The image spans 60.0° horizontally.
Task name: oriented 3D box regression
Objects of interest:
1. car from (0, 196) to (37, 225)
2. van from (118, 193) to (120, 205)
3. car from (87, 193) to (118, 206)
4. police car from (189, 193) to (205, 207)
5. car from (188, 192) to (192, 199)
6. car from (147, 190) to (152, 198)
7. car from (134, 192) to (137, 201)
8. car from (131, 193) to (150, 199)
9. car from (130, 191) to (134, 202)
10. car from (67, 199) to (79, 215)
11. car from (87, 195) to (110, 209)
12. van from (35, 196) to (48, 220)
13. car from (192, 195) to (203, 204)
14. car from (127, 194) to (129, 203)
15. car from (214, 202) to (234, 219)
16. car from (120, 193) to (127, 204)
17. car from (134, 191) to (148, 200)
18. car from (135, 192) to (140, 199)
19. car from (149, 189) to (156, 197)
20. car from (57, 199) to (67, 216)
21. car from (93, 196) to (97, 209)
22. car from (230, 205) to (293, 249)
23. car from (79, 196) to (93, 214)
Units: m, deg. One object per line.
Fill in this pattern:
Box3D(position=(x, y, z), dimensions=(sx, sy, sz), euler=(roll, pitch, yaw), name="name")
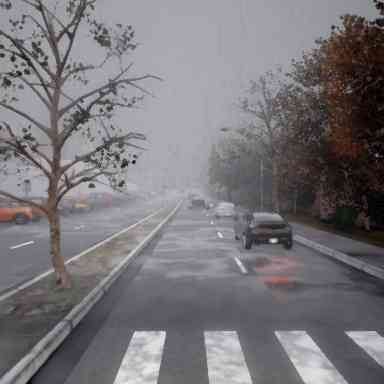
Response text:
Box3D(position=(-13.850, 1.431, 23.662), dimensions=(4.553, 1.767, 2.185), euler=(-1, 0, -20), name="car")
Box3D(position=(-13.756, 1.203, 50.559), dimensions=(4.442, 1.987, 1.878), euler=(-1, 0, -20), name="van")
Box3D(position=(-13.892, 1.211, 47.516), dimensions=(5.566, 2.045, 2.435), euler=(-1, 1, -20), name="car")
Box3D(position=(0.900, 1.372, 49.592), dimensions=(1.930, 1.638, 5.238), euler=(0, 1, 0), name="police car")
Box3D(position=(0.000, 0.957, 86.063), dimensions=(2.128, 1.511, 4.902), euler=(0, 1, 0), name="car")
Box3D(position=(-14.011, 1.044, 86.376), dimensions=(5.366, 1.575, 1.946), euler=(-1, 1, -20), name="car")
Box3D(position=(-13.847, 1.312, 65.430), dimensions=(4.674, 1.452, 2.002), euler=(-1, 1, -20), name="car")
Box3D(position=(-13.841, 1.046, 89.450), dimensions=(4.674, 1.452, 2.002), euler=(-1, 0, -20), name="car")
Box3D(position=(-13.826, 1.178, 62.456), dimensions=(4.553, 1.767, 2.185), euler=(-1, 1, -20), name="car")
Box3D(position=(-13.898, 1.588, 32.594), dimensions=(4.792, 1.488, 2.163), euler=(-1, 0, -20), name="car")
Box3D(position=(-13.861, 1.528, 44.548), dimensions=(4.674, 1.452, 2.002), euler=(-1, 1, -20), name="car")
Box3D(position=(-13.771, 1.336, 26.689), dimensions=(4.442, 1.987, 1.878), euler=(-1, 0, -20), name="van")
Box3D(position=(0.900, 1.368, 59.485), dimensions=(1.812, 1.442, 4.674), euler=(0, 1, 0), name="car")
Box3D(position=(-13.851, 1.368, 56.483), dimensions=(4.892, 1.521, 2.231), euler=(-1, 1, -20), name="car")
Box3D(position=(3.000, 1.600, 29.650), dimensions=(1.812, 1.442, 4.674), euler=(0, 0, 0), name="car")
Box3D(position=(-13.838, 1.148, 53.512), dimensions=(5.566, 2.045, 2.435), euler=(-1, 0, -20), name="car")
Box3D(position=(-13.817, 1.140, 80.453), dimensions=(4.792, 1.488, 2.163), euler=(-1, 0, -20), name="car")
Box3D(position=(-13.824, 1.269, 68.448), dimensions=(4.792, 1.488, 2.163), euler=(-1, 0, -20), name="car")
Box3D(position=(-13.813, 0.716, 92.465), dimensions=(5.566, 2.045, 2.435), euler=(-1, 0, -20), name="car")
Box3D(position=(-13.869, 1.601, 29.622), dimensions=(4.674, 1.452, 2.002), euler=(-1, 0, -20), name="car")
Box3D(position=(-13.841, 1.561, 38.590), dimensions=(4.792, 1.488, 2.163), euler=(-1, 0, -20), name="car")
Box3D(position=(3.000, 1.550, 14.653), dimensions=(1.837, 1.490, 4.892), euler=(0, 0, 0), name="car")
Box3D(position=(-13.698, 1.541, 35.663), dimensions=(5.366, 1.575, 1.946), euler=(-1, 0, -20), name="car")
